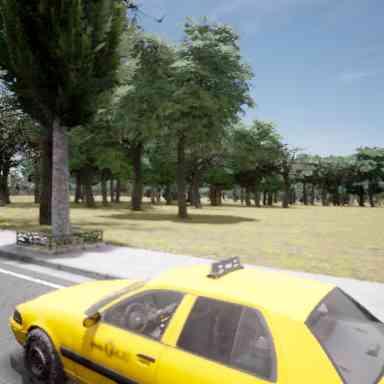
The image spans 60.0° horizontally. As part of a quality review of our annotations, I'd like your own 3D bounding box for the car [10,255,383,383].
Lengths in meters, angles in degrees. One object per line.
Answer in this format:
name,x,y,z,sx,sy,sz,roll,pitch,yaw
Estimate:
car,0.089,1.450,3.499,5.366,1.575,1.801,0,0,36
